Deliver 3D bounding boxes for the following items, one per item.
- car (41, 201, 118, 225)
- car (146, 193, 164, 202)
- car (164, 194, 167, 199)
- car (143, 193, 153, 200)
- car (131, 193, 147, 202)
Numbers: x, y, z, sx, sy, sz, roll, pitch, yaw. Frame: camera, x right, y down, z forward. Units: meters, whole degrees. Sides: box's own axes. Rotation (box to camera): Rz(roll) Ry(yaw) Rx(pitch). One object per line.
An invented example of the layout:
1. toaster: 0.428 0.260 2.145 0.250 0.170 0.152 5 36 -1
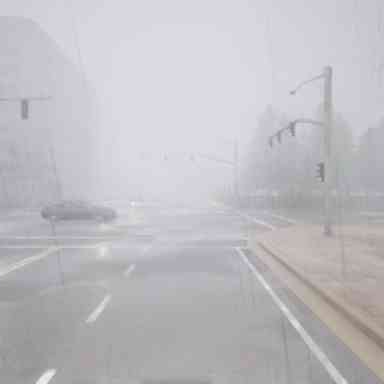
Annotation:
1. car: -7.479 1.343 22.260 4.902 1.511 2.128 0 0 0
2. car: -7.022 1.249 64.154 1.994 1.385 4.181 0 0 0
3. car: -7.009 1.096 79.422 1.895 1.301 4.718 0 0 0
4. car: -10.509 1.001 79.451 1.837 1.490 4.892 0 0 0
5. car: -10.523 1.186 64.199 2.128 1.511 4.902 0 0 0
